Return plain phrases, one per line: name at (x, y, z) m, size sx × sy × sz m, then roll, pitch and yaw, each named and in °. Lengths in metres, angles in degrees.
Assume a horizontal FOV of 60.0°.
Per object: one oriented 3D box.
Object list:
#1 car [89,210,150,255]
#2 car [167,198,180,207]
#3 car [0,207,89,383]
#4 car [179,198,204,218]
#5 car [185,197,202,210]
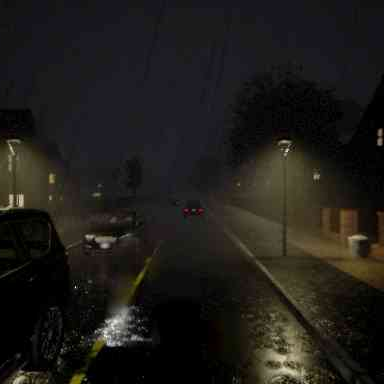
car at (-2.827, 1.481, 13.266) m, size 2.128 × 1.511 × 4.902 m, roll 0°, pitch 0°, yaw 0°
car at (-2.692, 1.571, 51.233) m, size 2.033 × 1.411 × 5.357 m, roll 0°, pitch 0°, yaw 0°
car at (-2.848, 1.219, 2.749) m, size 2.150 × 2.045 × 5.566 m, roll 0°, pitch 0°, yaw 0°
car at (0.141, 1.545, 29.943) m, size 2.033 × 1.411 × 5.357 m, roll 0°, pitch 0°, yaw 0°
car at (0.153, 1.504, 43.259) m, size 2.128 × 1.511 × 4.902 m, roll 0°, pitch 0°, yaw 0°
